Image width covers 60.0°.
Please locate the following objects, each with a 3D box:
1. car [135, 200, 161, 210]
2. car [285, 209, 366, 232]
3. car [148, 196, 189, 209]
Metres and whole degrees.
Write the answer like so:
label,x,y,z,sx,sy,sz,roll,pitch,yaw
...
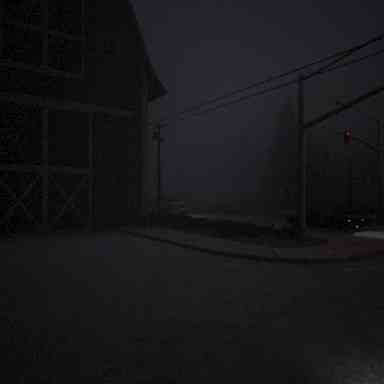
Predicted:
label,x,y,z,sx,sy,sz,roll,pitch,yaw
car,-6.644,1.927,49.621,1.895,1.301,4.718,0,0,-34
car,8.431,1.747,21.280,1.895,1.301,4.718,0,0,-34
car,-2.543,1.471,37.280,2.150,2.045,5.566,0,0,-34
